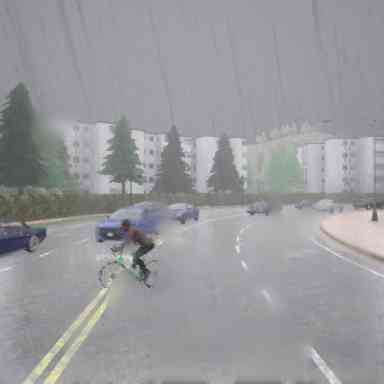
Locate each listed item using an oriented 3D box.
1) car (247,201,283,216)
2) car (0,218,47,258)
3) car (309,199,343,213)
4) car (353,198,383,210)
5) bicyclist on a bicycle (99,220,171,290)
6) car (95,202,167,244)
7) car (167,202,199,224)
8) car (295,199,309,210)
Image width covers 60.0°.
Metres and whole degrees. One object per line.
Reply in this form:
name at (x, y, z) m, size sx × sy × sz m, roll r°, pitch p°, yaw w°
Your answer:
car at (7.144, 1.547, 32.385) m, size 2.033 × 1.411 × 5.357 m, roll 0°, pitch 0°, yaw 34°
car at (-6.851, 1.601, 11.061) m, size 1.895 × 1.301 × 4.718 m, roll 0°, pitch 0°, yaw 4°
car at (14.869, 1.526, 36.261) m, size 1.812 × 1.442 × 4.674 m, roll 0°, pitch 0°, yaw 43°
car at (22.676, 1.491, 42.525) m, size 4.902 × 1.511 × 2.128 m, roll 0°, pitch 0°, yaw -30°
bicyclist on a bicycle at (-1.325, 1.455, 7.639) m, size 1.656 × 1.620 × 0.582 m, roll -2°, pitch 0°, yaw -1°
car at (-2.894, 1.477, 16.044) m, size 1.882 × 1.535 × 5.008 m, roll 0°, pitch 0°, yaw 11°
car at (-0.842, 1.526, 24.872) m, size 1.812 × 1.442 × 4.674 m, roll 0°, pitch 0°, yaw 20°
car at (14.897, 1.547, 41.231) m, size 5.357 × 1.411 × 2.033 m, roll 0°, pitch 0°, yaw -41°
